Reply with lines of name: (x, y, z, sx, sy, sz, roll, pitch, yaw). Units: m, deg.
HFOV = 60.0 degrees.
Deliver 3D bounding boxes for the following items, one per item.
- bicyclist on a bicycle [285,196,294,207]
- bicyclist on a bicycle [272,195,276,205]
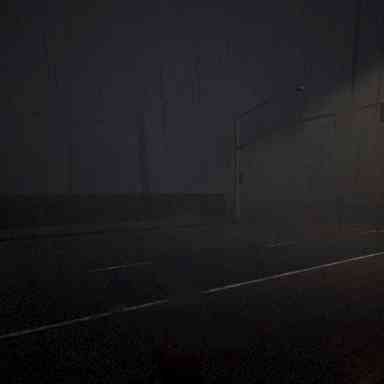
bicyclist on a bicycle: (14.481, 1.453, 49.530, 1.656, 1.620, 0.582, 0, 0, -23)
bicyclist on a bicycle: (13.481, 1.300, 54.438, 0.582, 1.620, 1.656, 0, 0, 21)
